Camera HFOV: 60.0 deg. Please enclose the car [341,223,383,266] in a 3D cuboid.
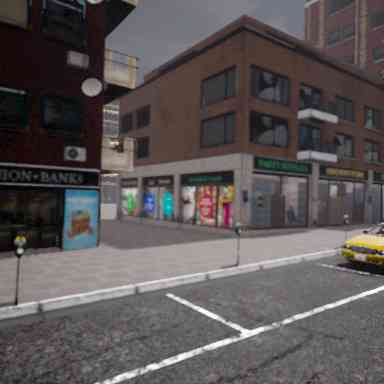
[{"bbox_3d":[6.789,1.559,10.918,4.829,1.417,1.752,0,2,-35],"label":"car"}]
